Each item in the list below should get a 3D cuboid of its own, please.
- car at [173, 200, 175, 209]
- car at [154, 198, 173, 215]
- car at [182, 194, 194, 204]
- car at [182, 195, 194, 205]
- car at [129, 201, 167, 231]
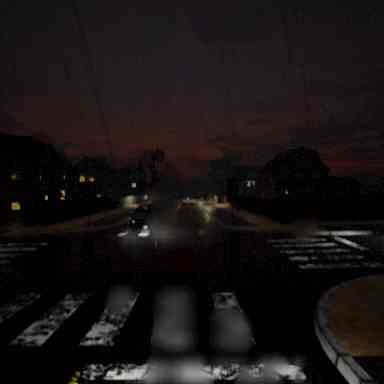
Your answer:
[{"bbox_3d":[-3.325,1.460,44.955,2.033,1.411,5.357,0,0,-1],"label":"car"},{"bbox_3d":[-3.130,1.476,32.125,1.994,1.385,4.181,0,0,-1],"label":"car"},{"bbox_3d":[-0.828,1.326,65.794,2.097,1.767,4.553,0,0,-2],"label":"car"},{"bbox_3d":[-0.651,1.537,55.826,1.895,1.301,4.718,0,0,-1],"label":"car"},{"bbox_3d":[-2.679,1.478,20.320,2.033,1.411,5.357,0,0,-5],"label":"car"}]
